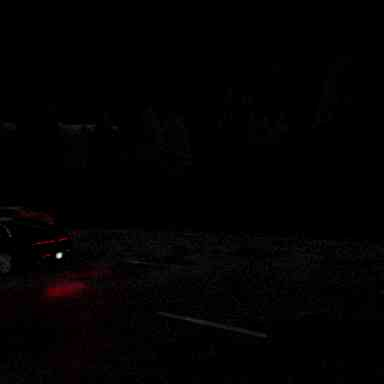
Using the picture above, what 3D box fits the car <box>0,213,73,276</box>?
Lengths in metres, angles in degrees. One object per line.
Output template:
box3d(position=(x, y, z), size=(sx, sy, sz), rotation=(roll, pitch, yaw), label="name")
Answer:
box3d(position=(-6.076, 1.565, 10.397), size=(4.892, 1.490, 1.837), rotation=(0, 0, 20), label="car")

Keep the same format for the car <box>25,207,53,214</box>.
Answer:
box3d(position=(-10.533, 1.581, 19.267), size=(5.008, 1.535, 1.882), rotation=(0, 0, 13), label="car")

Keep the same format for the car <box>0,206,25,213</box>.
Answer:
box3d(position=(-10.892, 1.596, 15.773), size=(4.902, 1.511, 2.128), rotation=(-1, 0, 14), label="car")
